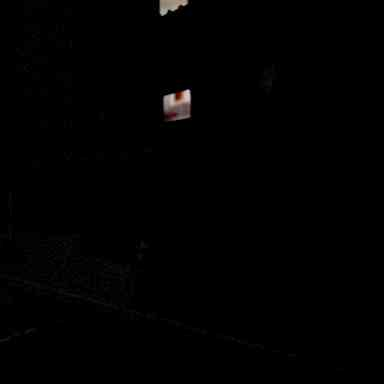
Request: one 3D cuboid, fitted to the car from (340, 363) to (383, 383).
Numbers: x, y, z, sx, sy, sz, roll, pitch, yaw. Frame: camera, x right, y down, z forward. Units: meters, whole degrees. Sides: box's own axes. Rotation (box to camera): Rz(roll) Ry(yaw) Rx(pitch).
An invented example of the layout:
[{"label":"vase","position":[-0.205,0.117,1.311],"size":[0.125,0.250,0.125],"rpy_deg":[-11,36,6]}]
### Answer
[{"label":"car","position":[2.442,1.425,1.153],"size":[4.097,1.590,1.967],"rpy_deg":[-1,-1,36]}]
